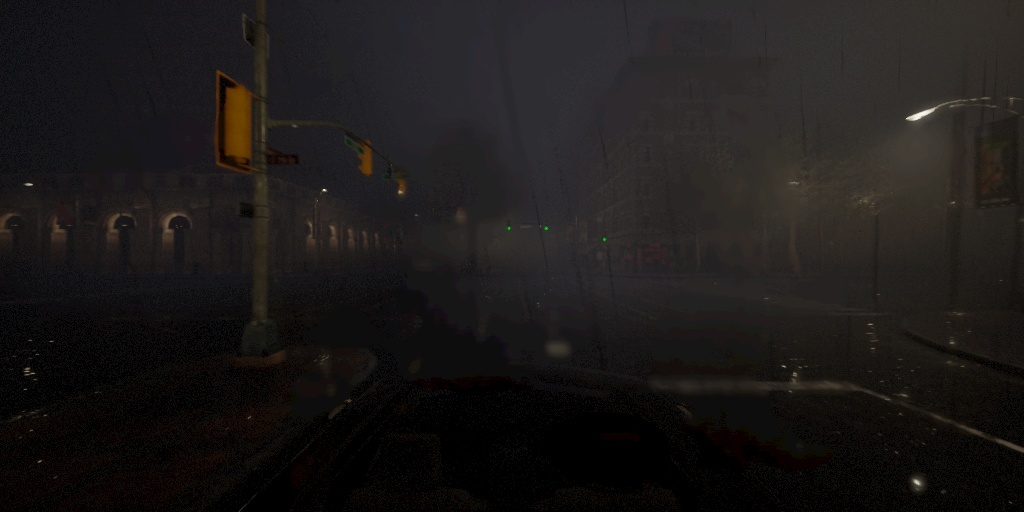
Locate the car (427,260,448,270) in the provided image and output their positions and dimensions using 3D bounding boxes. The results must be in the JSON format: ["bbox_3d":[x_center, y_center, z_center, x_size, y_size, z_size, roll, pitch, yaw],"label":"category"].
[{"bbox_3d":[-11.524,1.305,55.767,2.033,1.411,5.357,0,0,1],"label":"car"}]

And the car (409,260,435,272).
[{"bbox_3d":[-11.583,1.282,46.043,1.812,1.442,4.674,0,0,0],"label":"car"}]

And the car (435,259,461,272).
[{"bbox_3d":[-8.093,1.282,45.820,1.812,1.442,4.674,0,0,0],"label":"car"}]

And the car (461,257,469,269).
[{"bbox_3d":[-8.042,1.283,54.757,1.812,1.442,4.674,0,0,1],"label":"car"}]
